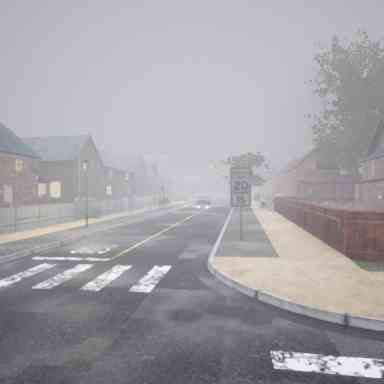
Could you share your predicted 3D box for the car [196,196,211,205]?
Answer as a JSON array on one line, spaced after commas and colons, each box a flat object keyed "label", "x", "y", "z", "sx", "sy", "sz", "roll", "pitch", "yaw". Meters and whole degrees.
[{"label": "car", "x": 1.866, "y": 1.284, "z": 50.794, "sx": 1.994, "sy": 1.385, "sz": 4.181, "roll": -1, "pitch": 0, "yaw": 8}]
